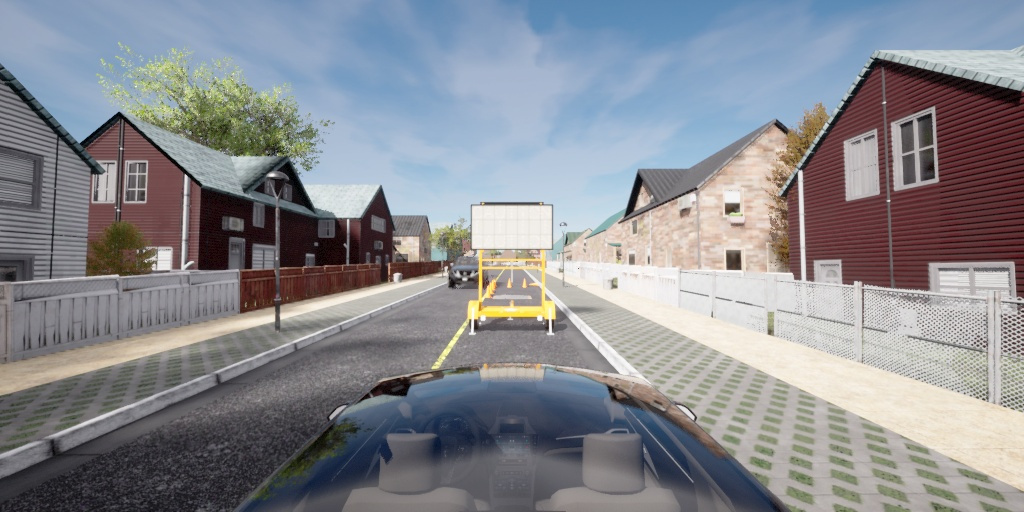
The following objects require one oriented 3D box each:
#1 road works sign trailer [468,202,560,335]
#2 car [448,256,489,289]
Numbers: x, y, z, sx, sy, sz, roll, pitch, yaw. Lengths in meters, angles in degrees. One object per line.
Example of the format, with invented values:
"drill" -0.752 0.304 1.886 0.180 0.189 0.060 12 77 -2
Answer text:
"road works sign trailer" -0.001 0.226 10.551 2.380 3.560 2.880 0 0 1
"car" -2.743 1.025 23.699 2.150 2.045 5.566 0 0 0
